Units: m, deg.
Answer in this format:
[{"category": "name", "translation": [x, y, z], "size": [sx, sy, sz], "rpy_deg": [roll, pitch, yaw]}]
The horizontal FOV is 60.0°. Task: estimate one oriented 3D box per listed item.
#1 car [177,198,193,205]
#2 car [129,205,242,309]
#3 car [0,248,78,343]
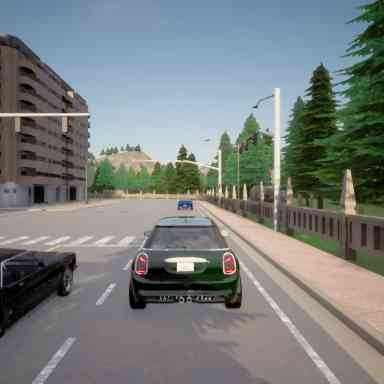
[{"category": "car", "translation": [-0.871, 1.478, 43.304], "size": [1.882, 1.535, 5.008], "rpy_deg": [0, 0, -1]}, {"category": "car", "translation": [-0.133, 1.352, 8.033], "size": [2.097, 1.767, 4.553], "rpy_deg": [0, 0, 0]}, {"category": "car", "translation": [-3.548, 1.601, 5.660], "size": [1.895, 1.301, 4.718], "rpy_deg": [0, 0, -1]}]
